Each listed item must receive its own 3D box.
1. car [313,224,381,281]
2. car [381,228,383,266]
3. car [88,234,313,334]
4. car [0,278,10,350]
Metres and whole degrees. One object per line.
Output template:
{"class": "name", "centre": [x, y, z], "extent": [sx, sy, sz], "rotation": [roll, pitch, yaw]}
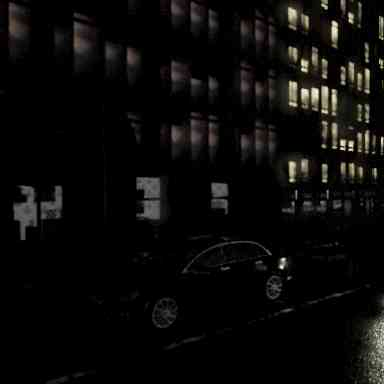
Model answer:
{"class": "car", "centre": [4.814, 1.648, 10.002], "extent": [4.206, 1.307, 1.802], "rotation": [0, -1, -35]}
{"class": "car", "centre": [7.029, 1.425, 8.389], "extent": [4.553, 1.767, 2.097], "rotation": [0, 0, -35]}
{"class": "car", "centre": [0.185, 1.577, 6.704], "extent": [4.403, 1.369, 2.008], "rotation": [0, -1, -35]}
{"class": "car", "centre": [-4.442, 1.531, 3.404], "extent": [4.507, 1.381, 1.887], "rotation": [0, -1, -35]}
